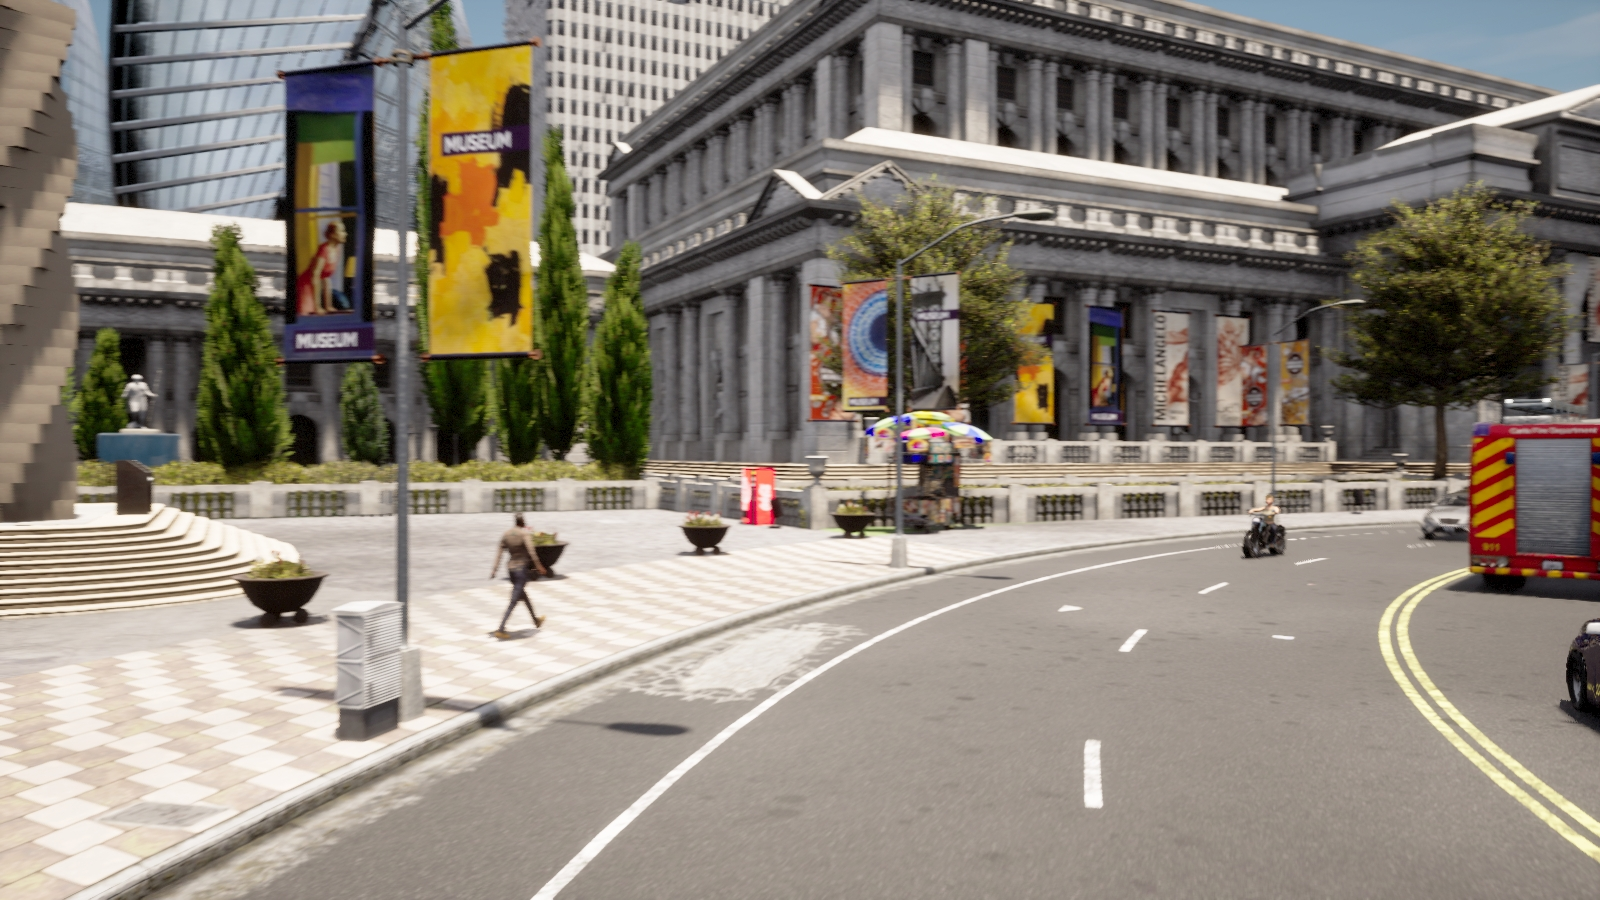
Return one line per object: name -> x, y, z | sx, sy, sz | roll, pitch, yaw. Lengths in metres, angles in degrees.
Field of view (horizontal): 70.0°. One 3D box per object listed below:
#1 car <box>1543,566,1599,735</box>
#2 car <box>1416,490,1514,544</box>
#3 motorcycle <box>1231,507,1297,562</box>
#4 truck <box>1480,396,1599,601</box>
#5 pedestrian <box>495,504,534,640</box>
car -> 8.700, 2.050, 10.817 | 1.845, 1.501, 3.633 | 0, 0, 17
car -> 21.233, 2.096, 36.420 | 1.816, 1.474, 4.193 | 0, 0, 43
motorcycle -> 12.221, 2.187, 30.060 | 0.764, 1.277, 2.356 | 0, 0, 45
truck -> 17.286, 0.915, 24.943 | 2.891, 3.827, 8.468 | 0, 0, 40
pedestrian -> -3.996, 1.691, 15.993 | 0.375, 1.860, 0.375 | 0, 0, 27
